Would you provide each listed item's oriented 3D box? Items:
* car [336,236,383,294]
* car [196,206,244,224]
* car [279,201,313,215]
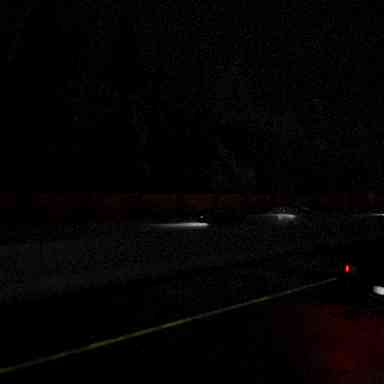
[{"bbox_3d":[5.540,1.684,7.927,4.718,1.301,1.895,0,-1,-37],"label":"car"},{"bbox_3d":[2.373,1.830,27.657,4.181,1.385,1.994,1,-1,-37],"label":"car"},{"bbox_3d":[12.450,1.897,39.585,4.892,1.490,1.837,1,-1,-37],"label":"car"}]
